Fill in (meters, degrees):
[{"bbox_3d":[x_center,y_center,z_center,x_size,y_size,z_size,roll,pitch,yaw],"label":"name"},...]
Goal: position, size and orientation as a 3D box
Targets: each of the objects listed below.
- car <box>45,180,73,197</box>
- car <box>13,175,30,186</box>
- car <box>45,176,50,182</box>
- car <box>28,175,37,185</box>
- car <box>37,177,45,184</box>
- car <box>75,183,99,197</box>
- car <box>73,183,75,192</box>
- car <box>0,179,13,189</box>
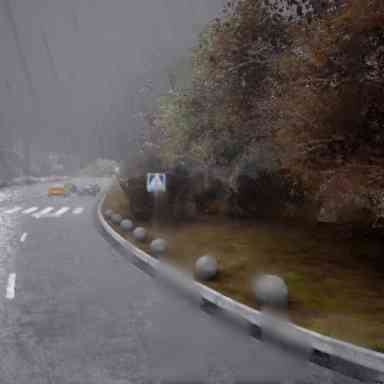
[{"bbox_3d":[-16.096,-0.252,40.294,1.882,1.535,5.008,1,3,-13],"label":"car"},{"bbox_3d":[-33.911,-1.942,64.835,2.231,1.521,4.892,1,3,-13],"label":"car"},{"bbox_3d":[-38.845,-3.072,86.022,1.946,1.575,5.366,1,3,-13],"label":"car"},{"bbox_3d":[-35.148,-2.478,70.163,2.435,2.045,5.566,1,3,-13],"label":"car"},{"bbox_3d":[-37.343,-2.714,79.326,2.231,1.521,4.892,1,3,-12],"label":"car"},{"bbox_3d":[-13.088,-0.187,41.687,1.812,1.442,4.674,1,3,-13],"label":"car"},{"bbox_3d":[-18.458,-0.709,50.139,2.033,1.411,5.357,1,3,-13],"label":"car"},{"bbox_3d":[-31.404,-1.341,54.051,2.163,1.488,4.792,1,3,-13],"label":"car"}]
